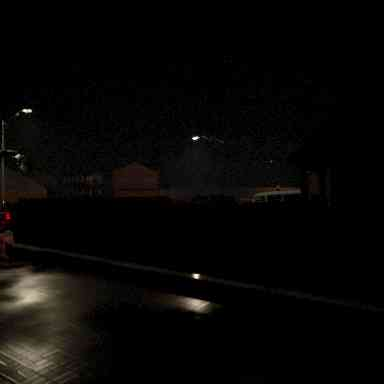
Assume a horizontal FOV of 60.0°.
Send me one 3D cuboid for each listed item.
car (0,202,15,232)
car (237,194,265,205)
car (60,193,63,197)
[{"bbox_3d":[-8.996,1.368,19.478,2.097,1.767,4.553,0,0,35],"label":"car"},{"bbox_3d":[10.803,1.550,62.710,4.674,1.442,1.812,0,0,35],"label":"car"},{"bbox_3d":[-26.044,1.025,64.723,3.866,1.878,1.905,0,0,35],"label":"car"}]
